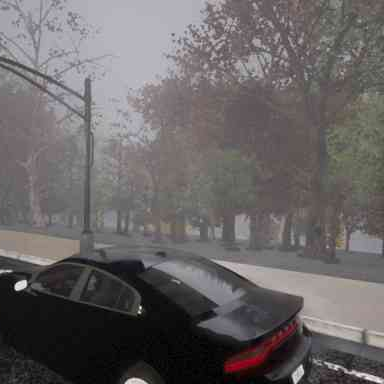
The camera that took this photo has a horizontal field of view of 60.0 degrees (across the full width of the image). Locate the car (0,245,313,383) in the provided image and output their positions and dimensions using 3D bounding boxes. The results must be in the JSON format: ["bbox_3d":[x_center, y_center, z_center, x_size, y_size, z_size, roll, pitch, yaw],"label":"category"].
[{"bbox_3d":[-1.033,1.477,4.477,5.008,1.535,1.882,0,0,36],"label":"car"}]
